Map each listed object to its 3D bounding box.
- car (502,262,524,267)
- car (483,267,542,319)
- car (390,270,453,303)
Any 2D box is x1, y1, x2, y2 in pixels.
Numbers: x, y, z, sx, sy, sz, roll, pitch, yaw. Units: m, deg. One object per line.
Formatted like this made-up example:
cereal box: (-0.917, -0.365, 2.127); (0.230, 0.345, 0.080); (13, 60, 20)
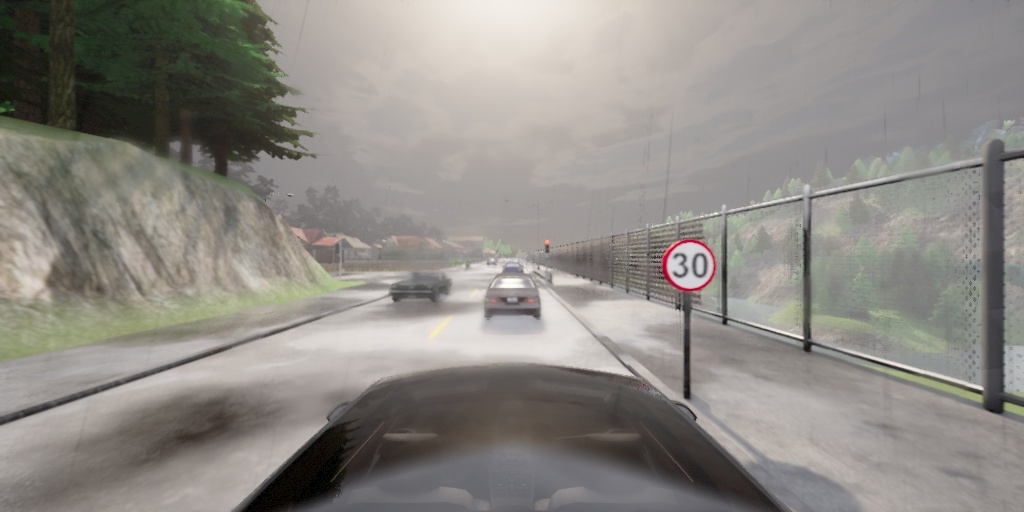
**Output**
car: (0.073, 1.275, 32.620); (1.812, 1.442, 4.674); (0, 0, 0)
car: (0.041, 1.297, 12.668); (2.033, 1.411, 5.357); (0, 0, 0)
car: (-4.064, 1.350, 16.765); (1.895, 1.301, 4.718); (0, 0, 0)
